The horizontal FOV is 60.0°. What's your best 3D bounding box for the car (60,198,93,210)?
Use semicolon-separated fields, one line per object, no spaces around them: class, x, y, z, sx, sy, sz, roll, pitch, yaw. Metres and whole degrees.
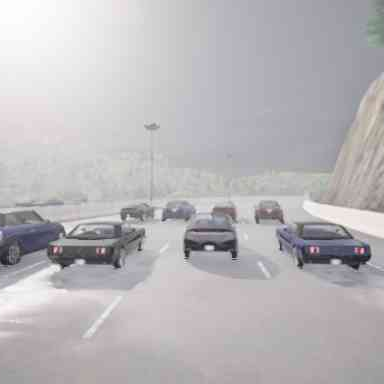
car;-15.342;1.592;44.535;1.837;1.490;4.892;0;0;14

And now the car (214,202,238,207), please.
car;2.844;1.563;28.533;1.882;1.535;5.008;0;0;10

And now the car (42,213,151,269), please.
car;-2.889;1.625;11.285;1.895;1.301;4.718;0;0;4

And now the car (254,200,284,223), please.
car;6.046;1.439;26.498;2.097;1.767;4.553;0;0;10

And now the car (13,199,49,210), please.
car;-22.204;1.675;45.995;1.895;1.301;4.718;0;0;14

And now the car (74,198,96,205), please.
car;-12.381;1.612;41.960;1.812;1.442;4.674;0;0;14

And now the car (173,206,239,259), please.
car;0.752;1.528;12.756;2.128;1.511;4.902;0;0;5

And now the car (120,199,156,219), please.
car;-4.416;1.570;27.607;1.837;1.490;4.892;0;0;10

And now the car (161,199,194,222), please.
car;-0.962;1.424;27.010;2.097;1.767;4.553;0;0;10

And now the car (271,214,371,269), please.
car;4.132;1.642;11.368;1.895;1.301;4.718;0;0;4

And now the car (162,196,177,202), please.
car;-5.512;1.654;81.930;1.812;1.442;4.674;0;0;25

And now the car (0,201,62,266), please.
car;-6.337;1.370;11.843;2.097;1.767;4.553;0;0;4
